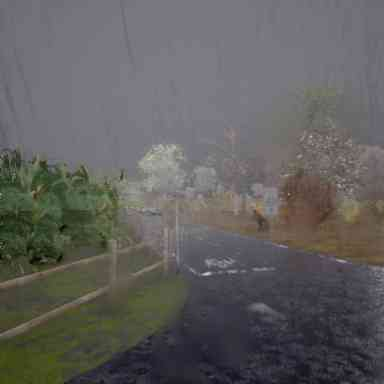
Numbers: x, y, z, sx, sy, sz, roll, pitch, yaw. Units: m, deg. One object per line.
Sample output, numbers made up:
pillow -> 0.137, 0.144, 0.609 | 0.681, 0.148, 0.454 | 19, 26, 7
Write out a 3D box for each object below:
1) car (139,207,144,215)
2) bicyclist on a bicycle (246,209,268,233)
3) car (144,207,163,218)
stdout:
car -> -8.317, 3.331, 59.607 | 2.033, 1.411, 5.357 | -1, -1, -19
bicyclist on a bicycle -> 4.466, 2.024, 22.859 | 1.656, 1.620, 0.582 | -1, -2, -14
car -> -5.499, 2.977, 49.576 | 1.837, 1.490, 4.892 | -1, -2, -14
